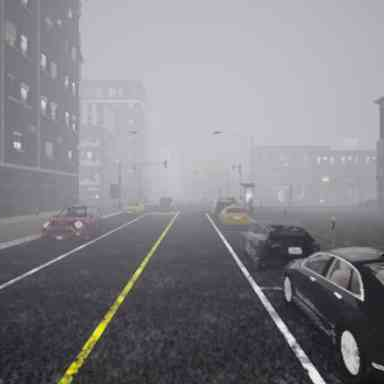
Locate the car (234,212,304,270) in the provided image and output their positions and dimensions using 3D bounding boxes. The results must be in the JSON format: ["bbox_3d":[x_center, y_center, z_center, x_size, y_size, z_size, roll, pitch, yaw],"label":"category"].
[{"bbox_3d":[2.691,1.559,10.762,1.947,1.339,4.313,0,0,0],"label":"car"}]

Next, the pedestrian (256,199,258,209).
[{"bbox_3d":[8.137,1.505,41.325,0.375,1.300,0.375,0,0,0],"label":"pedestrian"}]

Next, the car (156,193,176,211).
[{"bbox_3d":[-3.001,1.326,39.400,2.097,1.767,4.553,0,0,0],"label":"car"}]

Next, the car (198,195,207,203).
[{"bbox_3d":[2.693,1.538,70.872,2.008,1.369,4.403,0,0,0],"label":"car"}]

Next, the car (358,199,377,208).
[{"bbox_3d":[26.153,1.641,47.410,4.507,1.381,1.887,0,0,0],"label":"car"}]

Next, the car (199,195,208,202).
[{"bbox_3d":[2.693,1.433,76.569,1.967,1.590,4.097,0,0,0],"label":"car"}]

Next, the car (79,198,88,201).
[{"bbox_3d":[-17.271,1.236,47.155,5.009,1.841,2.192,0,0,0],"label":"car"}]

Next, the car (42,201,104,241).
[{"bbox_3d":[-5.689,1.430,16.302,1.967,1.590,4.097,0,0,0],"label":"car"}]

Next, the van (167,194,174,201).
[{"bbox_3d":[-5.688,1.347,87.964,1.690,1.788,3.998,0,0,0],"label":"van"}]

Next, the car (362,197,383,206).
[{"bbox_3d":[31.447,1.640,55.880,4.829,1.417,1.752,0,0,0],"label":"car"}]

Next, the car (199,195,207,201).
[{"bbox_3d":[2.692,1.439,82.265,1.967,1.590,4.097,0,0,0],"label":"car"}]

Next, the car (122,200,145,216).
[{"bbox_3d":[-5.690,1.506,32.752,1.752,1.417,4.829,0,0,0],"label":"car"}]

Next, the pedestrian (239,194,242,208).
[{"bbox_3d":[6.137,1.117,41.925,0.375,1.860,0.375,0,0,0],"label":"pedestrian"}]

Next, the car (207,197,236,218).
[{"bbox_3d":[2.692,1.299,27.381,2.192,1.841,5.009,0,0,0],"label":"car"}]

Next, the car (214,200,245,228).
[{"bbox_3d":[2.691,1.512,22.011,1.752,1.417,4.829,0,0,0],"label":"car"}]

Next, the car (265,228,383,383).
[{"bbox_3d":[2.691,1.547,5.222,2.008,1.369,4.403,0,0,0],"label":"car"}]

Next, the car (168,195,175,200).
[{"bbox_3d":[-5.688,1.596,93.661,1.802,1.307,4.206,0,0,0],"label":"car"}]
